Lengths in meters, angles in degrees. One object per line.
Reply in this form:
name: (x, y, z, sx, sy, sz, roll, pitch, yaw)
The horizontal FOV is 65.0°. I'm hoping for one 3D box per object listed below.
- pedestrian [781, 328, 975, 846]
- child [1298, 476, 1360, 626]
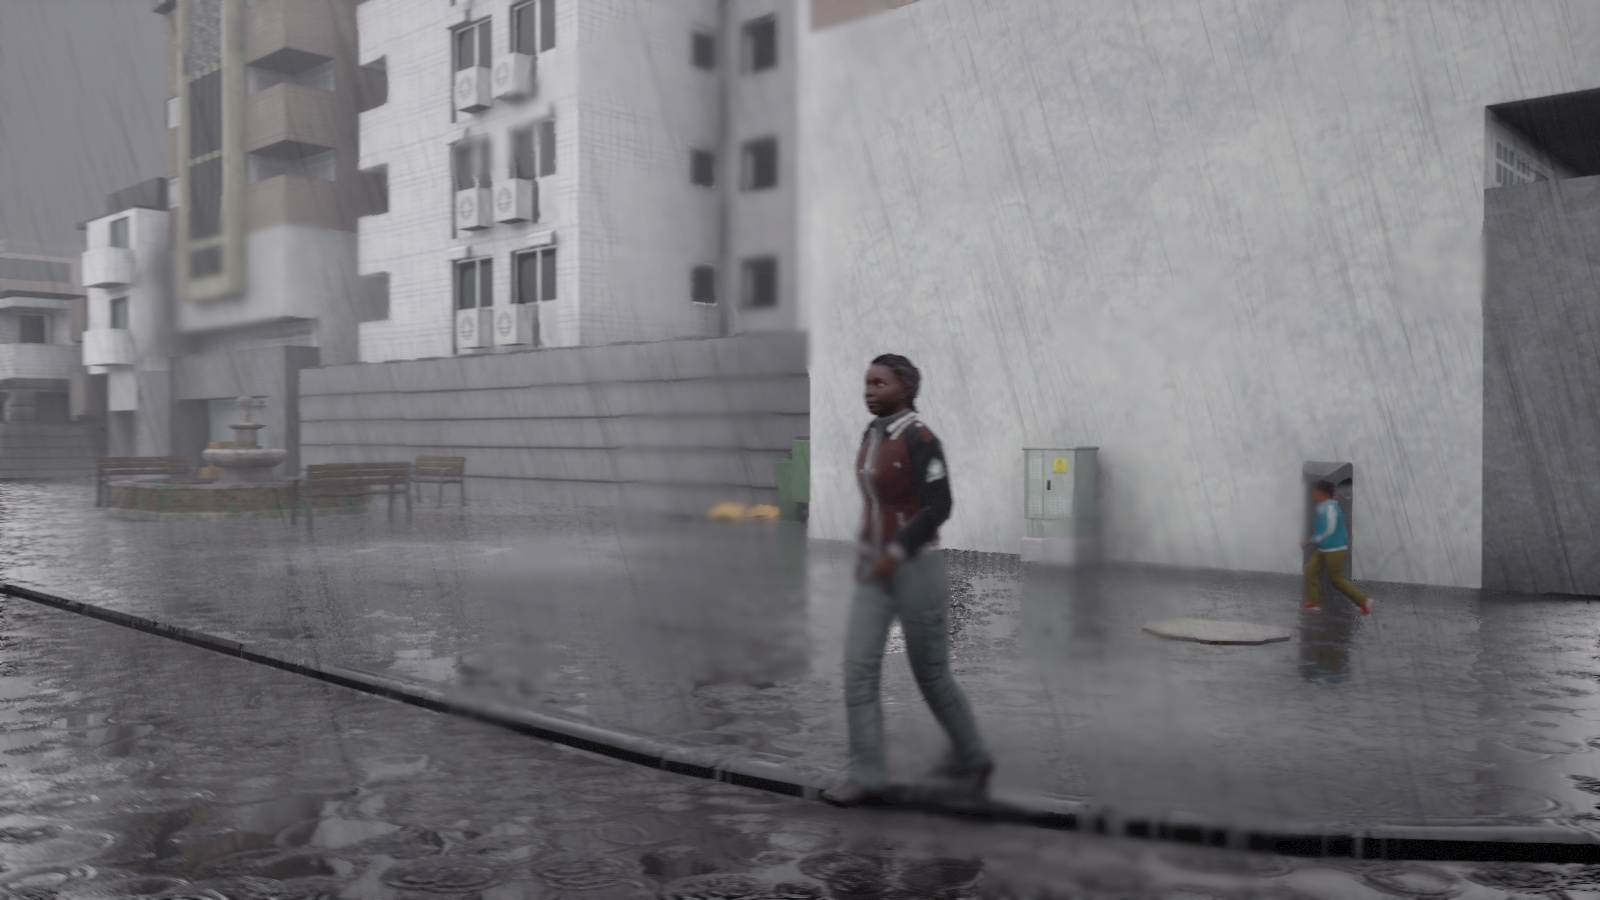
pedestrian: (0.316, 0.509, 5.034, 0.666, 1.930, 0.402, 0, 1, -39)
child: (4.347, 0.815, 10.328, 0.448, 1.192, 0.343, 1, 1, 21)
